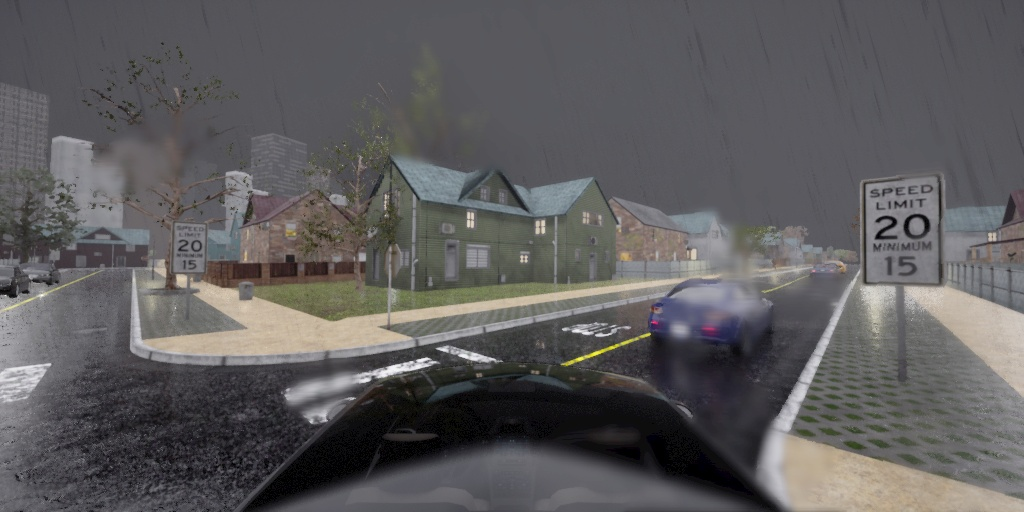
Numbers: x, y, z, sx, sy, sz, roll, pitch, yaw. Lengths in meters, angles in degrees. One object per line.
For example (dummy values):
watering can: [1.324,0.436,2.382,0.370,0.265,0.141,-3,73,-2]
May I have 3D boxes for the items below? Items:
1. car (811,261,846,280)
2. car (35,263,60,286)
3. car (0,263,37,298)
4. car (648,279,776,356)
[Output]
car: [27.675,1.300,31.559,5.357,1.411,2.033,0,0,-45]
car: [-33.202,1.266,24.970,4.902,1.511,2.128,0,-2,44]
car: [-25.384,1.244,17.541,4.892,1.490,1.837,0,-2,43]
car: [4.905,1.272,8.637,1.812,1.442,4.674,-1,0,45]
